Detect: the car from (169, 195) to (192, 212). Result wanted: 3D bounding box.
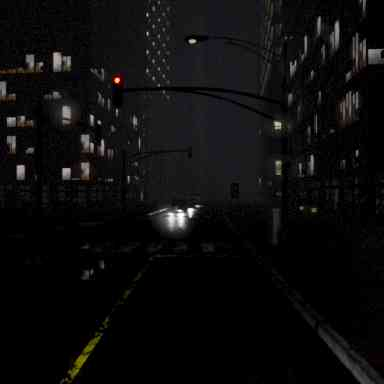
[{"bbox_3d":[-1.530,1.464,38.530,2.128,1.511,4.902,0,0,5],"label":"car"}]

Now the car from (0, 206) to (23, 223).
[{"bbox_3d":[-16.549,1.854,27.985,4.403,1.369,2.008,-1,1,10],"label":"car"}]

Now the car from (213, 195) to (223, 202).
[{"bbox_3d":[5.866,1.368,75.559,1.882,1.535,5.008,0,0,9],"label":"car"}]

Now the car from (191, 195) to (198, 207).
[{"bbox_3d":[-0.723,1.559,47.811,1.895,1.301,4.718,0,0,6],"label":"car"}]

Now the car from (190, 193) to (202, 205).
[{"bbox_3d":[0.480,1.159,58.743,2.150,2.045,5.566,0,0,7],"label":"car"}]
